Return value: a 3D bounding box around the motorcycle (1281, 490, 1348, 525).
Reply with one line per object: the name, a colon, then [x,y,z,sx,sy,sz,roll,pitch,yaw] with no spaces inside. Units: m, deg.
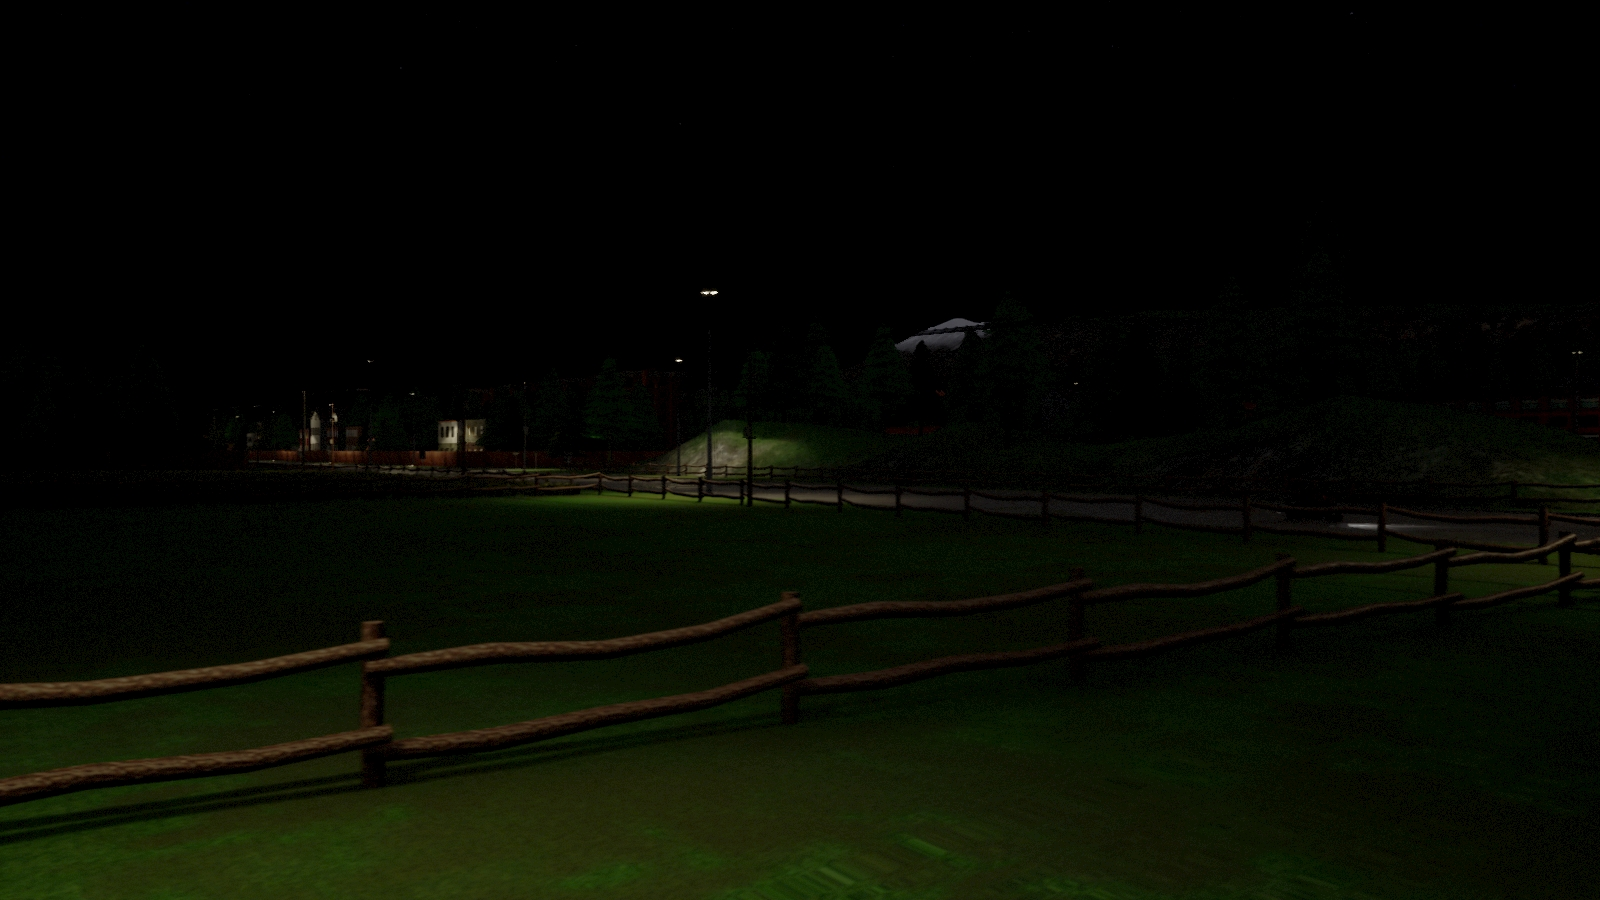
motorcycle: [19.819,2.205,44.062,0.867,1.251,2.209,0,0,-36]
